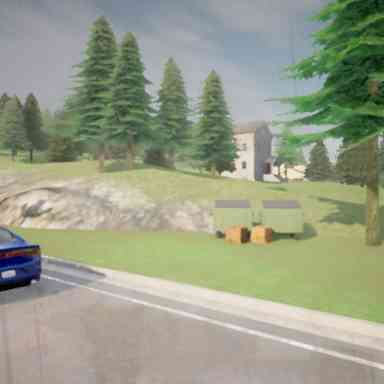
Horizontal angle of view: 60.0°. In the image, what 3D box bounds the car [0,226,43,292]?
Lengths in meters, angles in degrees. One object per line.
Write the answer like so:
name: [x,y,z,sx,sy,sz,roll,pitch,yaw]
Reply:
car: [-5.634,1.466,8.012,5.008,1.535,1.882,0,0,36]
